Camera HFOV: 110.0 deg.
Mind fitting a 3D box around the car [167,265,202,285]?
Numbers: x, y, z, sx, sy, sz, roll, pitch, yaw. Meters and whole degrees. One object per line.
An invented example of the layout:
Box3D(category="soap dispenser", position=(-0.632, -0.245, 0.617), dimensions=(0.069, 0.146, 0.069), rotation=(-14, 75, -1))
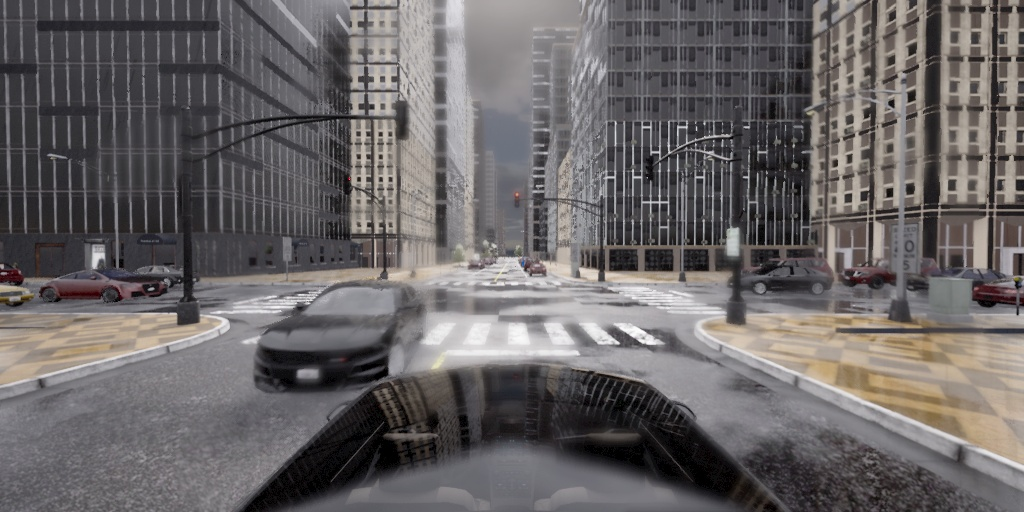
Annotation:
Box3D(category="car", position=(-21.432, 1.211, 21.730), dimensions=(4.403, 1.370, 2.007), rotation=(0, 0, 0))

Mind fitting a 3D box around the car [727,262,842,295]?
Box3D(category="car", position=(14.188, 1.256, 19.162), dimensions=(4.892, 1.490, 1.837), rotation=(0, 1, 1))

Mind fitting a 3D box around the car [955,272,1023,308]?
Box3D(category="car", position=(20.191, 1.422, 13.650), dimensions=(4.207, 1.307, 1.802), rotation=(0, 0, 0))

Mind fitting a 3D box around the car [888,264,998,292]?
Box3D(category="car", position=(24.012, 1.311, 19.191), dimensions=(5.357, 1.411, 2.033), rotation=(0, 1, 0))

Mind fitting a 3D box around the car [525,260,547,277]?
Box3D(category="car", position=(2.562, 1.331, 35.929), dimensions=(1.802, 1.307, 4.207), rotation=(0, 0, 0))

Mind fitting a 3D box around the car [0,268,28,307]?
Box3D(category="car", position=(-21.250, 1.305, 13.592), dimensions=(4.829, 1.417, 1.751), rotation=(0, 0, 0))

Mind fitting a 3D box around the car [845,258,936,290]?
Box3D(category="car", position=(22.911, 1.039, 21.792), dimensions=(5.009, 1.841, 2.192), rotation=(0, 0, 0))

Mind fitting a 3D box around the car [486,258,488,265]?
Box3D(category="car", position=(-5.265, 1.326, 58.010), dimensions=(1.802, 1.307, 4.207), rotation=(0, 0, 0))

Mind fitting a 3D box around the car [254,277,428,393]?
Box3D(category="car", position=(-2.849, 1.228, 7.045), dimensions=(1.882, 1.535, 5.008), rotation=(1, 0, -6))

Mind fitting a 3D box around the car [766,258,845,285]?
Box3D(category="car", position=(16.579, 1.031, 21.783), dimensions=(5.009, 1.841, 2.192), rotation=(0, 0, 0))

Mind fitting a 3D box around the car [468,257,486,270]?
Box3D(category="car", position=(-5.270, 1.186, 52.485), dimensions=(1.967, 1.591, 4.097), rotation=(0, 0, 0))

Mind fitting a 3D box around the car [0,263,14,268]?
Box3D(category="car", position=(-32.547, 1.084, 21.643), dimensions=(4.097, 1.591, 1.967), rotation=(0, 0, 0))

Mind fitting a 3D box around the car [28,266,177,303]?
Box3D(category="car", position=(-18.284, 1.309, 16.180), dimensions=(4.181, 1.385, 1.994), rotation=(0, 1, 0))

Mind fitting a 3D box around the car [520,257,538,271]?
Box3D(category="car", position=(2.593, 1.062, 46.979), dimensions=(2.192, 1.841, 5.009), rotation=(0, 0, 0))
